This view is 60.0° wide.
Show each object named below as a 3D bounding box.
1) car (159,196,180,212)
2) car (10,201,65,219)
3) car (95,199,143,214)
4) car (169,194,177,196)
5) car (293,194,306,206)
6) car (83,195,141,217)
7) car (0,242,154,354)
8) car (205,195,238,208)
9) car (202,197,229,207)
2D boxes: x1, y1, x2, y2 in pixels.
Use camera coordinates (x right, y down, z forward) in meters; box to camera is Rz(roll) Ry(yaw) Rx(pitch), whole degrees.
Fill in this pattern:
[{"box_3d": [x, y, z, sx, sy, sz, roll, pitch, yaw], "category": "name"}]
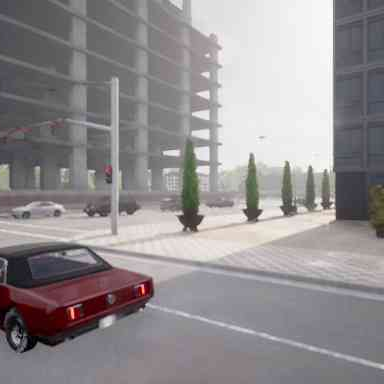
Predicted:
[{"box_3d": [-1.935, 1.552, 40.088, 1.837, 1.490, 4.892, 0, 0, 36], "category": "car"}, {"box_3d": [-13.719, 1.579, 29.767, 1.812, 1.442, 4.674, 0, 0, 36], "category": "car"}, {"box_3d": [-8.101, 1.601, 37.538, 2.033, 1.411, 5.357, 0, 0, 36], "category": "car"}, {"box_3d": [-2.131, 1.275, 45.787, 2.150, 2.045, 5.566, 0, 0, 36], "category": "car"}, {"box_3d": [18.523, 1.535, 56.106, 1.837, 1.490, 4.892, 0, -1, 36], "category": "car"}, {"box_3d": [-7.725, 1.269, 32.087, 2.150, 2.045, 5.566, 0, 0, 36], "category": "car"}, {"box_3d": [-3.036, 1.612, 6.156, 4.718, 1.301, 1.895, 0, 0, 36], "category": "car"}, {"box_3d": [4.292, 1.594, 48.681, 2.033, 1.411, 5.357, 0, 0, 36], "category": "car"}, {"box_3d": [3.935, 1.545, 54.119, 2.128, 1.511, 4.902, 0, 0, 36], "category": "car"}]
